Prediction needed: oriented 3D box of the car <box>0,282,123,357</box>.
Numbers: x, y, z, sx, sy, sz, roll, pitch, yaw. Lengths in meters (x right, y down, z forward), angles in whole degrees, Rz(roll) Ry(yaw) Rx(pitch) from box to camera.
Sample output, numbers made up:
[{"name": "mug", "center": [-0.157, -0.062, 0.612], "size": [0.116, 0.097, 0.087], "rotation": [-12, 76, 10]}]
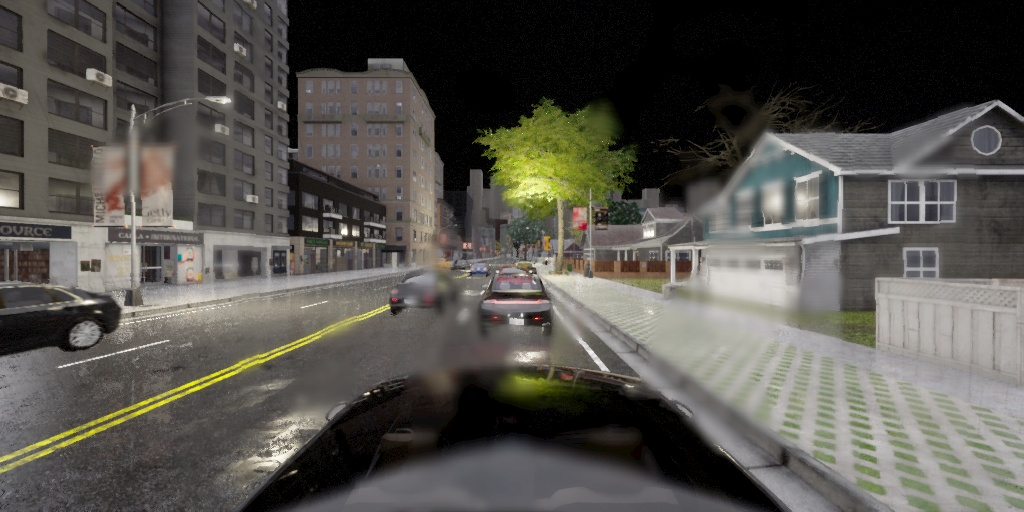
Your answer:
[{"name": "car", "center": [-9.844, 1.254, 6.127], "size": [1.837, 1.490, 4.892], "rotation": [0, 0, 0]}]

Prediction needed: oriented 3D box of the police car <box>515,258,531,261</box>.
[{"name": "police car", "center": [1.004, 1.156, 29.557], "size": [1.930, 1.638, 5.238], "rotation": [0, 0, 0]}]

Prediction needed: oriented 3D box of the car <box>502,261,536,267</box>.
[{"name": "car", "center": [0.119, 1.219, 19.828], "size": [1.882, 1.535, 5.008], "rotation": [0, 0, 0]}]

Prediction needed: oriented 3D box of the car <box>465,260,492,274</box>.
[{"name": "car", "center": [-3.116, 1.269, 36.115], "size": [2.033, 1.411, 5.357], "rotation": [0, 0, 0]}]

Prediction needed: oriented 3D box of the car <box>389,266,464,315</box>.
[{"name": "car", "center": [-3.137, 1.272, 13.438], "size": [1.812, 1.442, 4.674], "rotation": [0, 0, 0]}]

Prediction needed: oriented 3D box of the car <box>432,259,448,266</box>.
[{"name": "car", "center": [-9.799, 1.181, 50.238], "size": [1.882, 1.535, 5.008], "rotation": [0, 1, 0]}]

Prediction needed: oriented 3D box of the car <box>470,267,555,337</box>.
[{"name": "car", "center": [0.112, 1.239, 10.324], "size": [2.128, 1.511, 4.902], "rotation": [0, 0, 0]}]

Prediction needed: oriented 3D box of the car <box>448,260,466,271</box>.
[{"name": "car", "center": [-6.554, 1.215, 46.028], "size": [1.837, 1.490, 4.892], "rotation": [0, 0, 0]}]
